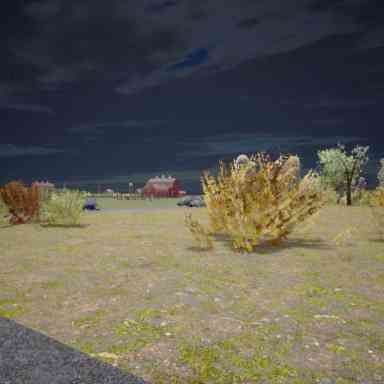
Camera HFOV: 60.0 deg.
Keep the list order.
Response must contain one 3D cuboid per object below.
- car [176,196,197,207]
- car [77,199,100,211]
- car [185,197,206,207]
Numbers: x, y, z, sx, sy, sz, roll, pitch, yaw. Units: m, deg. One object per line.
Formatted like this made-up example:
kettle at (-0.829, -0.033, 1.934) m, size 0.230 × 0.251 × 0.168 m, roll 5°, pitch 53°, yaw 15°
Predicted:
car at (-0.670, 1.858, 64.849) m, size 2.150 × 2.045 × 5.566 m, roll -1°, pitch -2°, yaw 36°
car at (-14.926, 1.721, 45.293) m, size 2.097 × 1.767 × 4.553 m, roll -1°, pitch -1°, yaw 36°
car at (1.316, 2.119, 61.541) m, size 1.994 × 1.385 × 4.181 m, roll -1°, pitch -1°, yaw 36°
